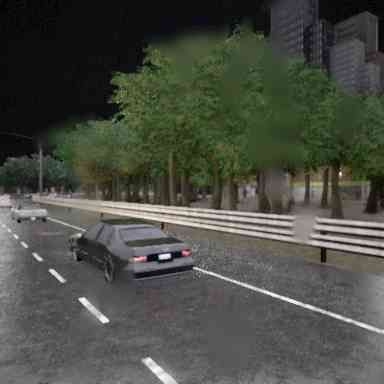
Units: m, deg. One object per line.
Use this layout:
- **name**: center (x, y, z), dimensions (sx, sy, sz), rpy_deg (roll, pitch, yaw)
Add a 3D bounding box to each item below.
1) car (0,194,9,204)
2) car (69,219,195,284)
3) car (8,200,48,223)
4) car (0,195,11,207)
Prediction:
- **car**: center (-33.550, 1.229, 58.506), dimensions (2.128, 1.511, 4.902), rpy_deg (0, 0, -24)
- **car**: center (-2.027, 1.504, 9.635), dimensions (2.033, 1.411, 5.357), rpy_deg (0, 0, -34)
- **car**: center (-12.046, 1.492, 24.449), dimensions (1.895, 1.301, 4.718), rpy_deg (0, 0, -34)
- **car**: center (-23.694, 1.347, 41.674), dimensions (1.812, 1.442, 4.674), rpy_deg (0, 0, -34)
